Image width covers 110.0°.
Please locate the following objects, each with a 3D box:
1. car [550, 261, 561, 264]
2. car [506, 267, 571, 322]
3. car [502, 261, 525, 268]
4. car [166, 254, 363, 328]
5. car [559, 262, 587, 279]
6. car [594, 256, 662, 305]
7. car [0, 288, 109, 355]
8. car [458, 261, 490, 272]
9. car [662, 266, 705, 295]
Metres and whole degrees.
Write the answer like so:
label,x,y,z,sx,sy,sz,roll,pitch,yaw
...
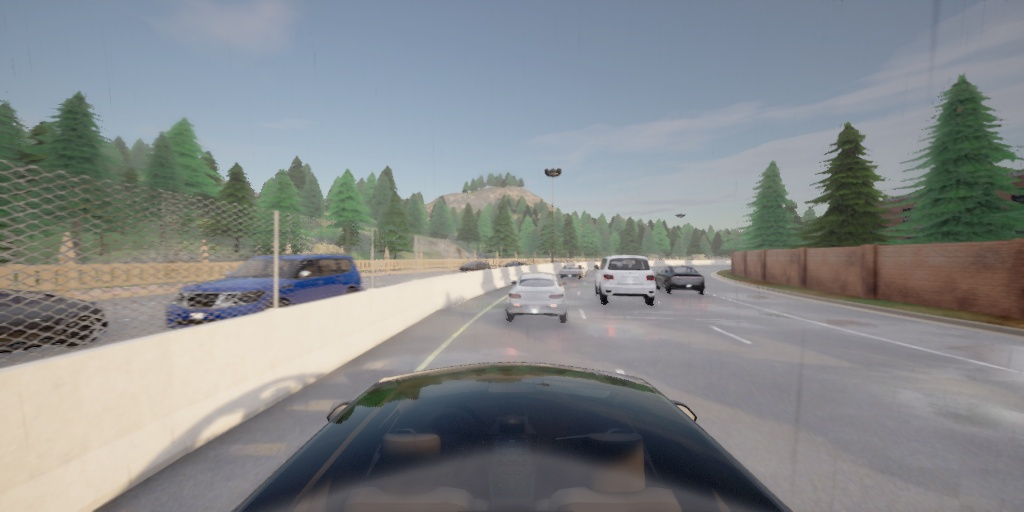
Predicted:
label,x,y,z,sx,sy,sz,roll,pitch,yaw
car,6.309,1.388,51.181,1.994,1.385,4.181,0,0,29
car,0.913,1.290,12.282,1.812,1.442,4.674,0,0,7
car,0.273,1.358,47.191,1.994,1.385,4.181,0,0,26
car,-6.542,0.951,10.494,2.150,2.045,5.566,0,0,6
car,5.669,1.405,32.635,1.895,1.301,4.718,0,0,19
car,5.056,1.008,16.561,2.150,2.045,5.566,0,0,10
car,-10.294,1.273,6.432,1.994,1.385,4.181,0,0,4
car,-4.606,1.318,45.099,2.033,1.411,5.357,0,0,24
car,9.392,1.300,20.331,2.128,1.511,4.902,0,0,13
